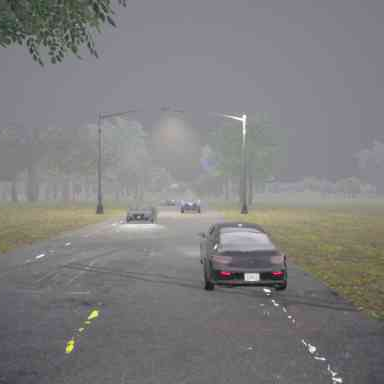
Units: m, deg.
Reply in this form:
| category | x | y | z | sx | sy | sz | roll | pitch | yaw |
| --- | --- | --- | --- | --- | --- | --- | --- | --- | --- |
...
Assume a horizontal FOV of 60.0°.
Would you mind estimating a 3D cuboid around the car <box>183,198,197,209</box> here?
| category | x | y | z | sx | sy | sz | roll | pitch | yaw |
| --- | --- | --- | --- | --- | --- | --- | --- | --- | --- |
| car | -0.241 | 1.606 | 47.029 | 1.994 | 1.385 | 4.181 | 0 | 0 | 1 |

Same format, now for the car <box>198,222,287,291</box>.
| category | x | y | z | sx | sy | sz | roll | pitch | yaw |
| --- | --- | --- | --- | --- | --- | --- | --- | --- | --- |
| car | 1.178 | 1.524 | 8.901 | 1.812 | 1.442 | 4.674 | 0 | 0 | 0 |

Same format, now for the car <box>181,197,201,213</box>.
| category | x | y | z | sx | sy | sz | roll | pitch | yaw |
| --- | --- | --- | --- | --- | --- | --- | --- | --- | --- |
| car | -0.126 | 1.377 | 37.363 | 2.097 | 1.767 | 4.553 | 0 | 0 | 0 |

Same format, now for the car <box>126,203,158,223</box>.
| category | x | y | z | sx | sy | sz | roll | pitch | yaw |
| --- | --- | --- | --- | --- | --- | --- | --- | --- | --- |
| car | -3.733 | 1.571 | 25.309 | 1.994 | 1.385 | 4.181 | 0 | 0 | 0 |

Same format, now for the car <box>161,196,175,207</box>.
| category | x | y | z | sx | sy | sz | roll | pitch | yaw |
| --- | --- | --- | --- | --- | --- | --- | --- | --- | --- |
| car | -3.784 | 1.407 | 53.590 | 2.097 | 1.767 | 4.553 | 0 | 0 | 0 |
